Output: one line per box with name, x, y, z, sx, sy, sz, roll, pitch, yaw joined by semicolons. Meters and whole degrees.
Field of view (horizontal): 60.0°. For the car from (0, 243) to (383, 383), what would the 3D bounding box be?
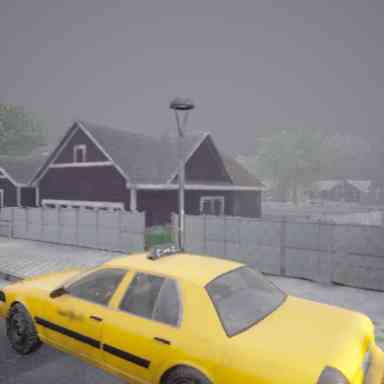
car;-0.588;1.455;4.382;5.366;1.575;1.801;0;0;35
